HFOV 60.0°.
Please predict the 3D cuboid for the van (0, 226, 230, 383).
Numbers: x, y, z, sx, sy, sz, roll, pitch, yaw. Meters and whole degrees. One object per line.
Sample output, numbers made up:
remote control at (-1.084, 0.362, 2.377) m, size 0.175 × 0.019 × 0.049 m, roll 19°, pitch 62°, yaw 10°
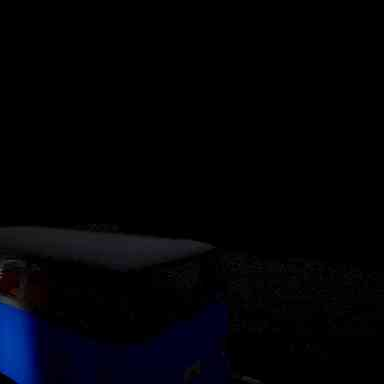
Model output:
van at (-1.504, 1.373, 4.037) m, size 3.998 × 1.788 × 1.690 m, roll -1°, pitch 0°, yaw 35°
